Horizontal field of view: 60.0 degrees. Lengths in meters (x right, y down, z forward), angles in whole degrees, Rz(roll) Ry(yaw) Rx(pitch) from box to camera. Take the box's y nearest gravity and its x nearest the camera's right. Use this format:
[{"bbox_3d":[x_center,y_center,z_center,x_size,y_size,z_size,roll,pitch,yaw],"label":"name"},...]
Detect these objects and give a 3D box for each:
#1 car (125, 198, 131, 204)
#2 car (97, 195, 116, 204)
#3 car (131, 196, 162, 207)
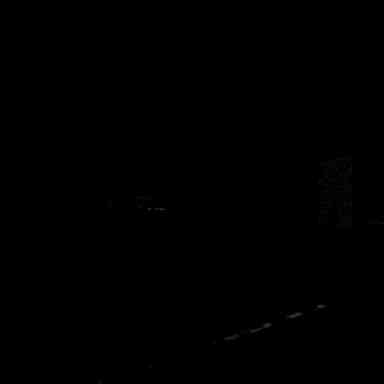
[{"bbox_3d":[-8.496,1.329,50.954,1.812,1.442,4.674,1,-1,-40],"label":"car"},{"bbox_3d":[-15.174,1.292,58.766,2.128,1.511,4.902,1,-1,-41],"label":"car"},{"bbox_3d":[-5.659,1.308,42.938,1.812,1.442,4.674,1,0,-39],"label":"car"}]
